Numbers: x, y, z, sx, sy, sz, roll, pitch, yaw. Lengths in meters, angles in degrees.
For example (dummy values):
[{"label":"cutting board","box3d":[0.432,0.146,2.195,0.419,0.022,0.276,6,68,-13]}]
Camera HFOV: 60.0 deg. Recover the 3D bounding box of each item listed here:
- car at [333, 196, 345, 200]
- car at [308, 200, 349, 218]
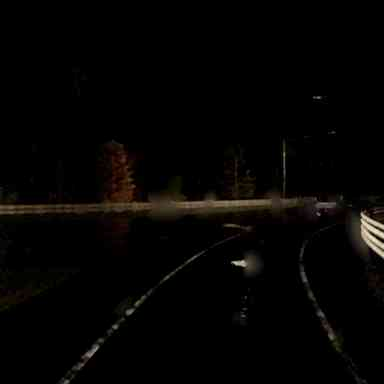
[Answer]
[{"label":"car","box3d":[28.088,1.581,63.590,2.128,1.511,4.902,0,0,27]},{"label":"car","box3d":[12.514,1.642,30.272,4.718,1.301,1.895,0,0,-45]}]
